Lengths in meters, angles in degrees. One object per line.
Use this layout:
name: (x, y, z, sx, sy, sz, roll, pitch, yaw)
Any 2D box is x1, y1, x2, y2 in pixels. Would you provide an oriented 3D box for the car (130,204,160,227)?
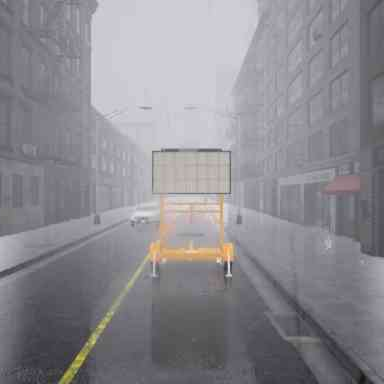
car: (-3.032, 1.540, 22.976, 1.812, 1.442, 4.674, 0, 0, 0)

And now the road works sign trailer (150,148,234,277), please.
road works sign trailer: (-0.014, 0.468, 10.262, 2.380, 3.560, 2.880, 0, 0, 0)
